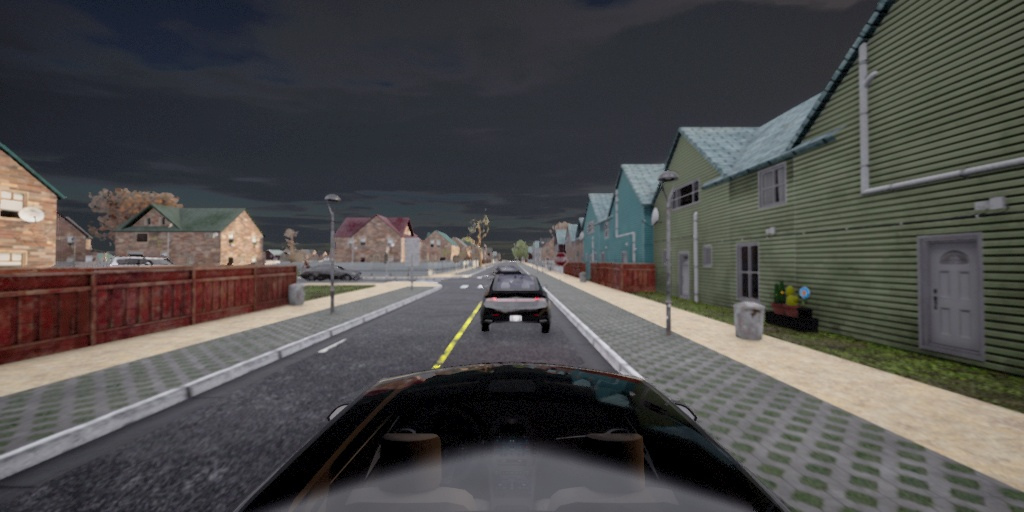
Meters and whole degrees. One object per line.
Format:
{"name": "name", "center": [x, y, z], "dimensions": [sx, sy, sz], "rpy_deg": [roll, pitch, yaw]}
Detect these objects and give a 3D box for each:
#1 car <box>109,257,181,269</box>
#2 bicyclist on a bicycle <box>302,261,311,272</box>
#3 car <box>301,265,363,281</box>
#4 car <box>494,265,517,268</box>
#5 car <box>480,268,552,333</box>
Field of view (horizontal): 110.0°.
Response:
{"name": "car", "center": [-29.452, 1.114, 29.292], "dimensions": [5.566, 2.045, 2.150], "rpy_deg": [0, -1, 0]}
{"name": "bicyclist on a bicycle", "center": [-20.180, 1.298, 35.203], "dimensions": [0.582, 1.620, 1.656], "rpy_deg": [0, -1, 0]}
{"name": "car", "center": [-14.702, 1.426, 29.376], "dimensions": [4.674, 1.442, 1.812], "rpy_deg": [0, -1, 0]}
{"name": "car", "center": [-0.513, 1.381, 24.476], "dimensions": [2.128, 1.511, 4.902], "rpy_deg": [0, 0, -10]}
{"name": "car", "center": [0.106, 1.296, 10.985], "dimensions": [2.128, 1.511, 4.902], "rpy_deg": [0, -1, 0]}
